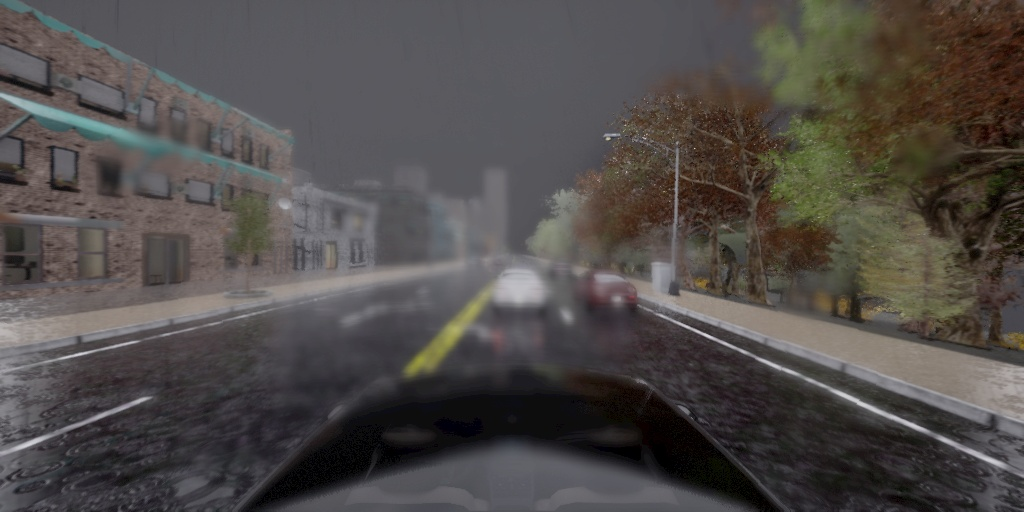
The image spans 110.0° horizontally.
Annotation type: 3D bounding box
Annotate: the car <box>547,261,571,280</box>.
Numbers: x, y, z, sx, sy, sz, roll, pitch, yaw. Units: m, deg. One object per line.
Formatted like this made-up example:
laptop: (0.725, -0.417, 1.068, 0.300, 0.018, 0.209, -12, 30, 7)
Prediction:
car: (4.002, 1.174, 29.652, 2.128, 1.511, 4.902, 1, 0, 2)

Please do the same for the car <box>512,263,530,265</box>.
car: (0.704, 1.235, 28.269, 1.895, 1.301, 4.718, 1, 0, 2)

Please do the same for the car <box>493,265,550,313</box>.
car: (0.318, 1.224, 13.793, 1.812, 1.442, 4.674, 1, 0, 2)

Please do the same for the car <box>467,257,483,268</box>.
car: (-5.302, 0.911, 51.843, 2.128, 1.511, 4.902, 1, 0, 2)

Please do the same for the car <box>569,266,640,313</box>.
car: (3.579, 1.276, 14.085, 1.812, 1.442, 4.674, 1, 0, 2)

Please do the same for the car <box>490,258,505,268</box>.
car: (-2.023, 1.035, 52.687, 1.994, 1.385, 4.181, 1, 0, 2)
